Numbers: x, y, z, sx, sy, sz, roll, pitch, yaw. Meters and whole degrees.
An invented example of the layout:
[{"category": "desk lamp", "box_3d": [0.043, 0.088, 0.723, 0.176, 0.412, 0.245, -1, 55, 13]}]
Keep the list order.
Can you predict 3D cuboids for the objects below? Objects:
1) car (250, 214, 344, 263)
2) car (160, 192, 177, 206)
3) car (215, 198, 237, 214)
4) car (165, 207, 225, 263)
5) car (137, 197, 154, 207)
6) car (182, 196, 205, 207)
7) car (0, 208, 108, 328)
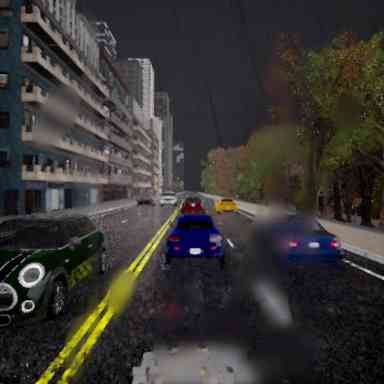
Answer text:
[{"category": "car", "box_3d": [3.349, 1.486, 11.624, 2.033, 1.411, 5.357, 0, 0, 0]}, {"category": "car", "box_3d": [-3.331, 0.976, 48.020, 2.150, 2.045, 5.566, 0, 0, 0]}, {"category": "car", "box_3d": [3.349, 1.305, 33.280, 1.882, 1.535, 5.008, 0, 0, 0]}, {"category": "car", "box_3d": [0.103, 1.464, 11.546, 1.812, 1.442, 4.674, 0, 0, 0]}, {"category": "car", "box_3d": [-6.580, 1.359, 47.434, 1.895, 1.301, 4.718, 0, 0, 0]}, {"category": "car", "box_3d": [0.101, 1.188, 31.498, 2.097, 1.767, 4.553, 0, 0, 0]}, {"category": "car", "box_3d": [-3.352, 1.313, 7.197, 2.097, 1.767, 4.553, 0, 0, 0]}]
